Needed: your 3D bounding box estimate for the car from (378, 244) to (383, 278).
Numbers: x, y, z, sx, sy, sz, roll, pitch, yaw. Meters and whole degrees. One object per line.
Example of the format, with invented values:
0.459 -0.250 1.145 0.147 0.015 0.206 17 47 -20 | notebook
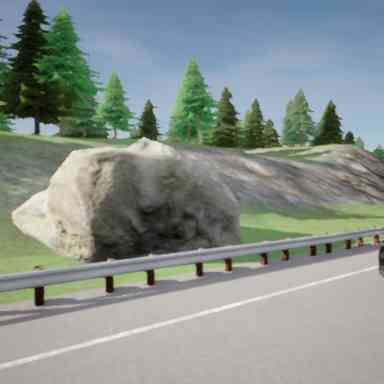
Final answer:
6.601 1.508 8.457 4.892 1.490 1.837 0 0 -36 | car
